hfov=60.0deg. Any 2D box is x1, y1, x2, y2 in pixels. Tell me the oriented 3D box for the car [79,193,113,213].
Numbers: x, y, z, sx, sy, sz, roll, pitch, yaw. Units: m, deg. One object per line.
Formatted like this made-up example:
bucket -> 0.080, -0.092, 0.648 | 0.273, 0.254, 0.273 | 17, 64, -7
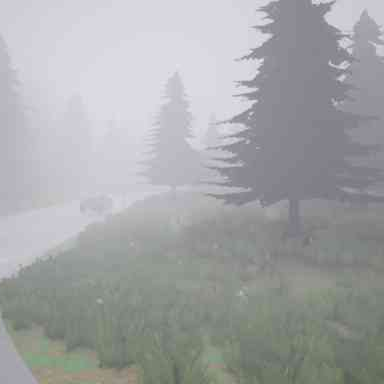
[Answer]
car -> -8.185, 0.877, 28.672 | 1.837, 1.490, 4.892 | 1, 4, 1
